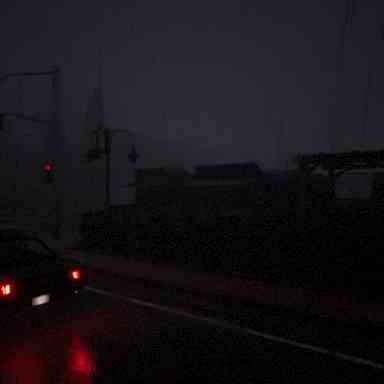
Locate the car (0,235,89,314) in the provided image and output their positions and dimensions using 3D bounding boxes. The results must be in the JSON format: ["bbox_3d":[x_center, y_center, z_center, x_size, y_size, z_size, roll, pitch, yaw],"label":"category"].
[{"bbox_3d":[-4.376,1.597,7.180,4.718,1.301,1.895,0,0,38],"label":"car"}]
